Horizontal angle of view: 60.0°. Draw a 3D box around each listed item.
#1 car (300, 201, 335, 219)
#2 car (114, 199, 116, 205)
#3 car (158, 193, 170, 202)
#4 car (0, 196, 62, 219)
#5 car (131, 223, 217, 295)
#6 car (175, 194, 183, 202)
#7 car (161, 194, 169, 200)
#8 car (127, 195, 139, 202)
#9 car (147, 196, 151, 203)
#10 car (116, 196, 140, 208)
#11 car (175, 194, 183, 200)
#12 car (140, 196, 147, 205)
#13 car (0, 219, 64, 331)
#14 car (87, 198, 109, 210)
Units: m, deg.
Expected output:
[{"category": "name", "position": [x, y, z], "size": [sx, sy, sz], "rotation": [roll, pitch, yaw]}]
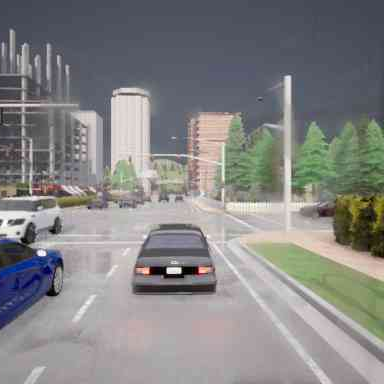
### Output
[{"category": "car", "position": [11.742, 1.478, 28.231], "size": [5.008, 1.535, 1.882], "rotation": [0, 0, -1]}, {"category": "car", "position": [-12.944, 1.548, 60.942], "size": [2.033, 1.411, 5.357], "rotation": [0, 0, -2]}, {"category": "car", "position": [-6.414, 1.218, 75.241], "size": [2.150, 2.045, 5.566], "rotation": [0, 0, -2]}, {"category": "car", "position": [-8.007, 1.221, 15.834], "size": [2.150, 2.045, 5.566], "rotation": [0, 0, -3]}, {"category": "car", "position": [-0.421, 1.547, 8.858], "size": [2.033, 1.411, 5.357], "rotation": [0, 0, -2]}, {"category": "car", "position": [-2.929, 1.493, 75.694], "size": [1.837, 1.490, 4.892], "rotation": [0, 0, -2]}, {"category": "car", "position": [-6.774, 1.351, 84.775], "size": [1.812, 1.442, 4.674], "rotation": [0, 0, -2]}, {"category": "car", "position": [-13.474, 1.530, 76.699], "size": [2.033, 1.411, 5.357], "rotation": [0, 0, -2]}, {"category": "car", "position": [-9.728, 1.552, 70.242], "size": [1.994, 1.385, 4.181], "rotation": [0, 0, -2]}, {"category": "car", "position": [-8.942, 1.564, 46.856], "size": [1.994, 1.385, 4.181], "rotation": [0, 0, -2]}, {"category": "car", "position": [-3.277, 1.327, 84.907], "size": [1.837, 1.490, 4.892], "rotation": [0, 0, -2]}, {"category": "car", "position": [-9.302, 1.563, 56.795], "size": [1.994, 1.385, 4.181], "rotation": [0, 0, -2]}, {"category": "car", "position": [-3.731, 1.478, 5.559], "size": [1.882, 1.535, 5.008], "rotation": [0, 0, -3]}, {"category": "car", "position": [-12.335, 1.547, 43.842], "size": [2.033, 1.411, 5.357], "rotation": [0, 0, -2]}]
